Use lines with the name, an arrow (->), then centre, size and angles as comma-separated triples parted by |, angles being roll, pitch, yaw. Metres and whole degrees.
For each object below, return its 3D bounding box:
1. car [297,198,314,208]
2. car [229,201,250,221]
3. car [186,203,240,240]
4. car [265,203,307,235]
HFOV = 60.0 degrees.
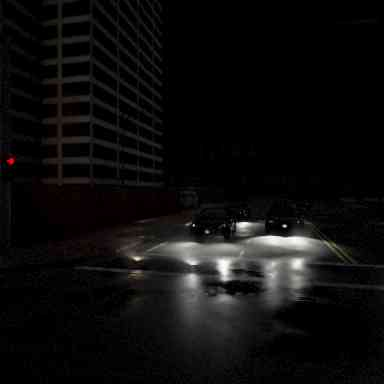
car -> 16.128, 1.560, 47.570 | 1.994, 1.385, 4.181 | 0, 0, 12
car -> 3.711, 1.504, 27.343 | 1.837, 1.490, 4.892 | 0, 0, 14
car -> 1.222, 1.526, 17.292 | 1.812, 1.442, 4.674 | 0, 0, 13
car -> 5.212, 1.564, 18.914 | 1.994, 1.385, 4.181 | 0, 0, 14
